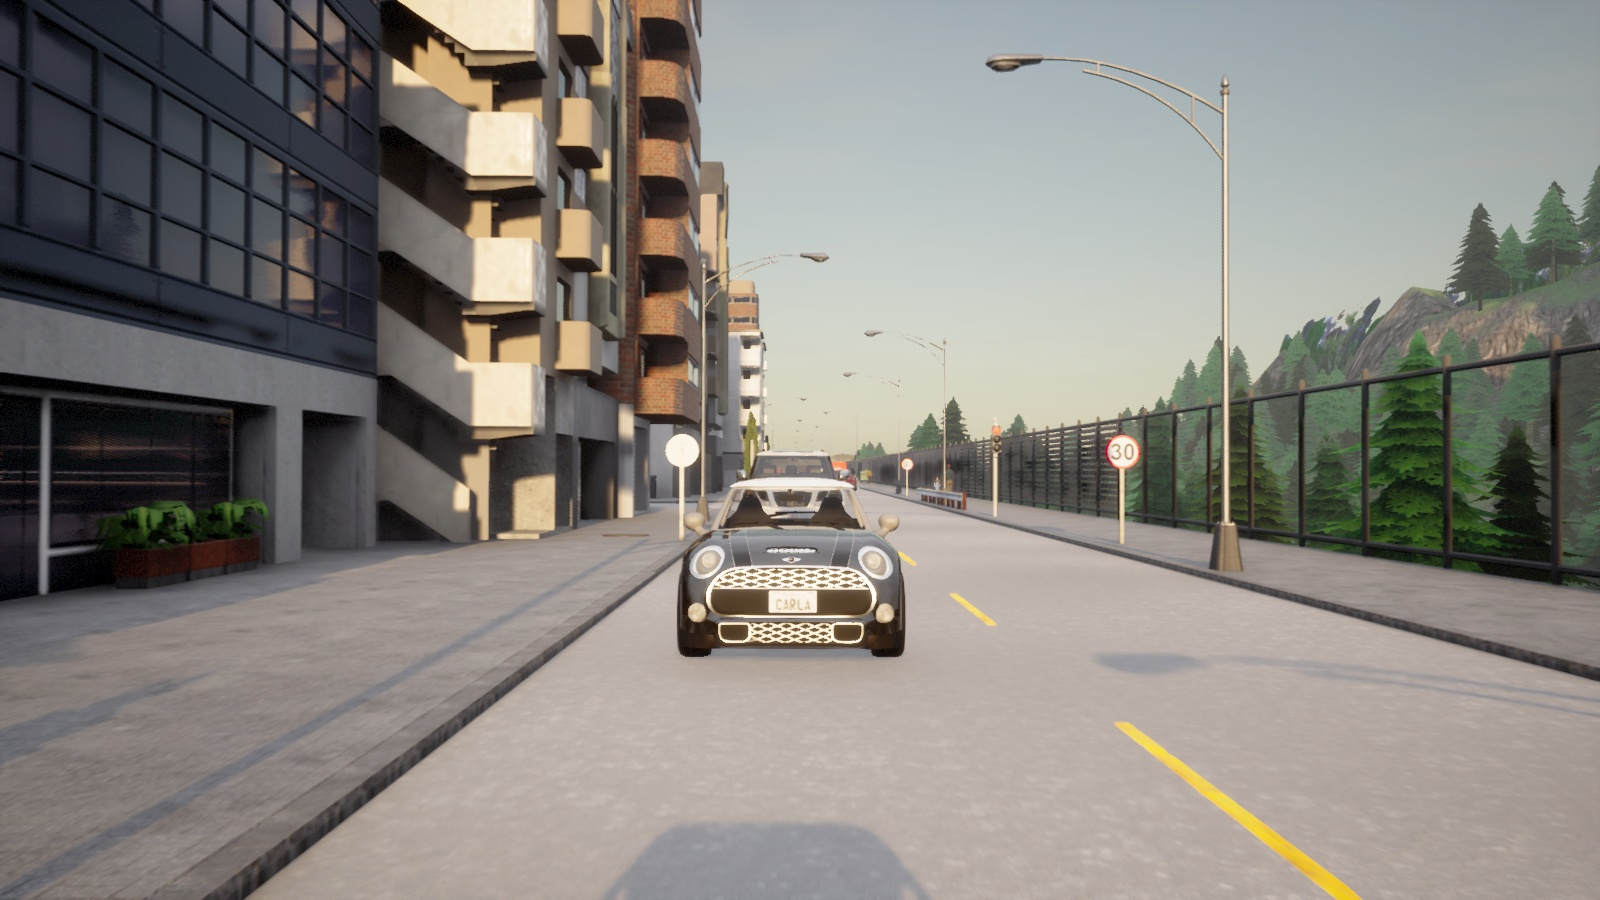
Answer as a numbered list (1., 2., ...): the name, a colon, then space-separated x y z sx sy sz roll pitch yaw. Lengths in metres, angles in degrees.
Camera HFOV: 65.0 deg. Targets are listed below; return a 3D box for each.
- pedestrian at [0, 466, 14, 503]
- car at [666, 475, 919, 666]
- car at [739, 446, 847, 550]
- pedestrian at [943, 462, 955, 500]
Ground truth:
1. pedestrian: -39.471 1.717 62.267 0.726 1.835 0.370 0 -1 7
2. car: -0.066 0.976 11.713 1.970 1.475 3.806 0 -1 0
3. car: -0.151 0.998 27.759 2.150 2.045 5.566 0 -1 0
4. pedestrian: 7.232 1.514 60.955 0.370 1.835 0.726 0 -1 -10
